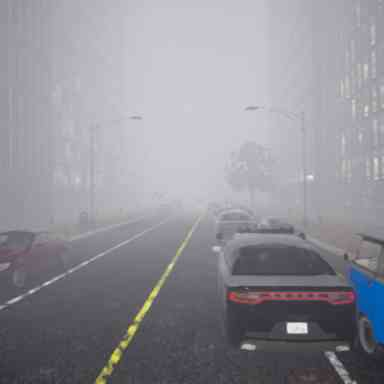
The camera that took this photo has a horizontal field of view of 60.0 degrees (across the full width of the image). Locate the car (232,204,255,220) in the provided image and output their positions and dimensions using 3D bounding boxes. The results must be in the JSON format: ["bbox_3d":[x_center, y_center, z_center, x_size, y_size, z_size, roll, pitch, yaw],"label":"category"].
[{"bbox_3d":[4.864,1.905,31.813,1.802,1.307,4.206,-1,-1,4],"label":"car"}]

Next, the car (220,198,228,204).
[{"bbox_3d":[8.520,2.430,88.618,1.887,1.381,4.507,-1,-1,4],"label":"car"}]

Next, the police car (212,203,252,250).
[{"bbox_3d":[2.091,1.601,16.629,1.930,1.638,5.238,-1,-1,4],"label":"police car"}]

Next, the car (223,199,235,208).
[{"bbox_3d":[6.691,2.056,60.217,1.967,1.590,4.097,-1,-1,4],"label":"car"}]

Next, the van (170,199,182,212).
[{"bbox_3d":[-2.404,1.964,49.398,1.690,1.788,3.998,-1,-1,4],"label":"van"}]

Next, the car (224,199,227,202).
[{"bbox_3d":[5.961,2.056,48.854,2.008,1.369,4.403,-1,-1,4],"label":"car"}]

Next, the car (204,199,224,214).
[{"bbox_3d":[2.918,1.962,43.334,1.882,1.535,5.008,-1,0,4],"label":"car"}]

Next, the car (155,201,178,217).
[{"bbox_3d":[-3.133,2.055,38.034,2.008,1.369,4.403,-1,-1,4],"label":"car"}]

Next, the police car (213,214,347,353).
[{"bbox_3d":[1.448,1.488,6.650,1.930,1.638,5.238,-1,-1,4],"label":"police car"}]

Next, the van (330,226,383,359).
[{"bbox_3d":[3.033,1.344,3.415,1.690,1.788,3.998,-1,-1,4],"label":"van"}]

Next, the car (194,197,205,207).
[{"bbox_3d":[1.685,2.020,71.093,2.150,2.045,5.566,-1,-1,4],"label":"car"}]

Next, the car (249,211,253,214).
[{"bbox_3d":[3.767,1.713,14.771,1.802,1.307,4.206,-1,-1,4],"label":"car"}]

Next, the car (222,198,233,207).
[{"bbox_3d":[7.056,2.112,65.897,1.967,1.590,4.097,-1,-1,4],"label":"car"}]

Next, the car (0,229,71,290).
[{"bbox_3d":[-4.961,1.767,9.631,1.802,1.307,4.206,-1,-1,4],"label":"car"}]

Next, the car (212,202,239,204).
[{"bbox_3d":[2.470,1.720,22.506,1.882,1.535,5.008,-1,-1,4],"label":"car"}]

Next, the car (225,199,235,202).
[{"bbox_3d":[5.595,1.997,43.174,2.008,1.369,4.403,-1,-1,4],"label":"car"}]
